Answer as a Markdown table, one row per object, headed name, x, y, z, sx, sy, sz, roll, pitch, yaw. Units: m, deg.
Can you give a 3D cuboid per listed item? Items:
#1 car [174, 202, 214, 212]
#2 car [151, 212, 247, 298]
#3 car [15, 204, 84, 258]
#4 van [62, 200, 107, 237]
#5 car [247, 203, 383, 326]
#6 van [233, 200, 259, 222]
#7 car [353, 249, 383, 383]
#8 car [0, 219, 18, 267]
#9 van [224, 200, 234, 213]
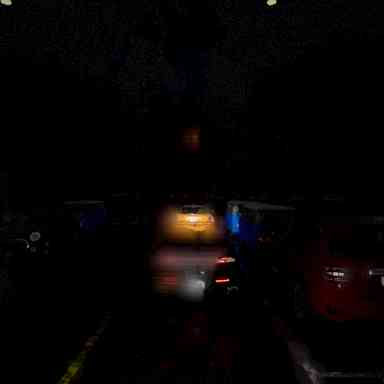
| name | x | y | z | sx | sy | sz | roll | pitch | yaw |
| --- | --- | --- | --- | --- | --- | --- | --- | --- | --- |
| car | 0.104 | 1.353 | 17.558 | 2.097 | 1.767 | 4.553 | 0 | 0 | 1 |
| car | 0.086 | 1.492 | 8.508 | 2.128 | 1.511 | 4.902 | 0 | 0 | 0 |
| car | -5.787 | 1.441 | 12.408 | 1.967 | 1.590 | 4.097 | 0 | 0 | 0 |
| van | -5.798 | 1.342 | 17.846 | 1.690 | 1.788 | 3.998 | 0 | 0 | 0 |
| car | 2.749 | 1.315 | 6.988 | 2.192 | 1.841 | 5.009 | 0 | 0 | 0 |
| van | 2.738 | 1.342 | 12.425 | 1.690 | 1.788 | 3.998 | 0 | 0 | 0 |
| car | 2.760 | 1.440 | 1.550 | 1.967 | 1.590 | 4.097 | 0 | 0 | 0 |
| car | -5.776 | 1.525 | 6.801 | 1.752 | 1.417 | 4.829 | 0 | 0 | 0 |
| van | 2.727 | 1.342 | 17.863 | 1.690 | 1.788 | 3.998 | 0 | 0 | 0 |
